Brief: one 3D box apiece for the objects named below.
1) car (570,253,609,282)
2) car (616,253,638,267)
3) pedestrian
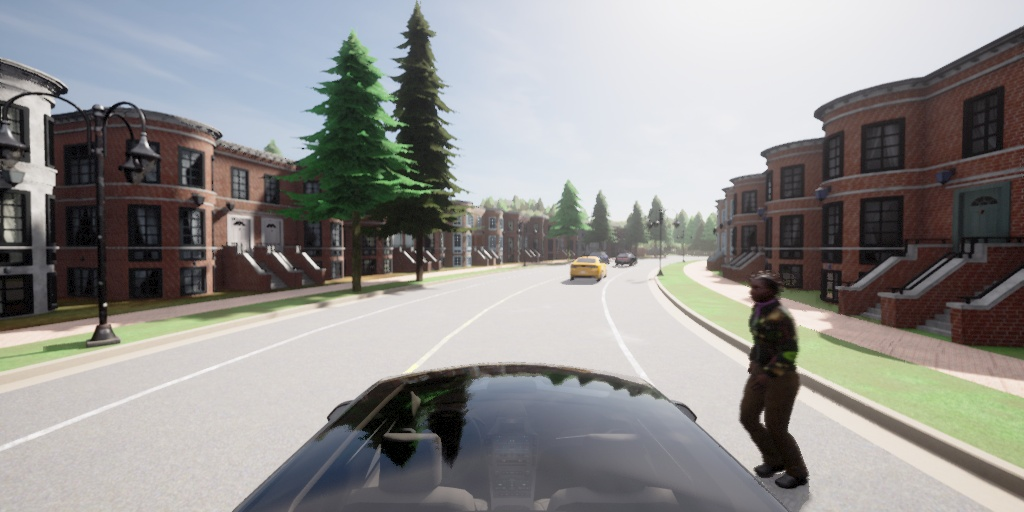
[{"bbox_3d":[5.159,0.790,23.863,1.882,1.535,5.008,0,1,21],"label":"car"},{"bbox_3d":[13.585,0.441,42.379,2.128,1.511,4.902,1,1,29],"label":"car"},{"bbox_3d":[2.204,1.018,3.075,0.375,1.860,0.375,0,1,3],"label":"pedestrian"}]
